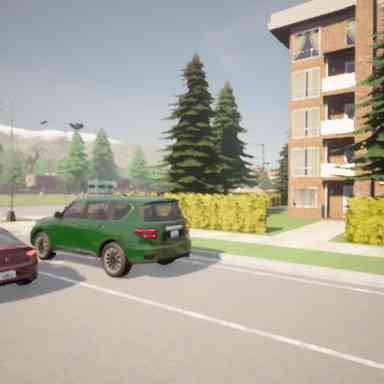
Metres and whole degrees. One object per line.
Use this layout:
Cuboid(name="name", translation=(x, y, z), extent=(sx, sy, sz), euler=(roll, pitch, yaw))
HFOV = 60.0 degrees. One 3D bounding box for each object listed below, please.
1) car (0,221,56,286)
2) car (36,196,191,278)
Cuboid(name="car", translation=(-5.428, 1.419, 7.807), extent=(4.674, 1.442, 1.812), euler=(1, 0, 36))
Cuboid(name="car", translation=(-2.621, 1.126, 10.098), extent=(5.566, 2.045, 2.150), euler=(1, 0, 36))
